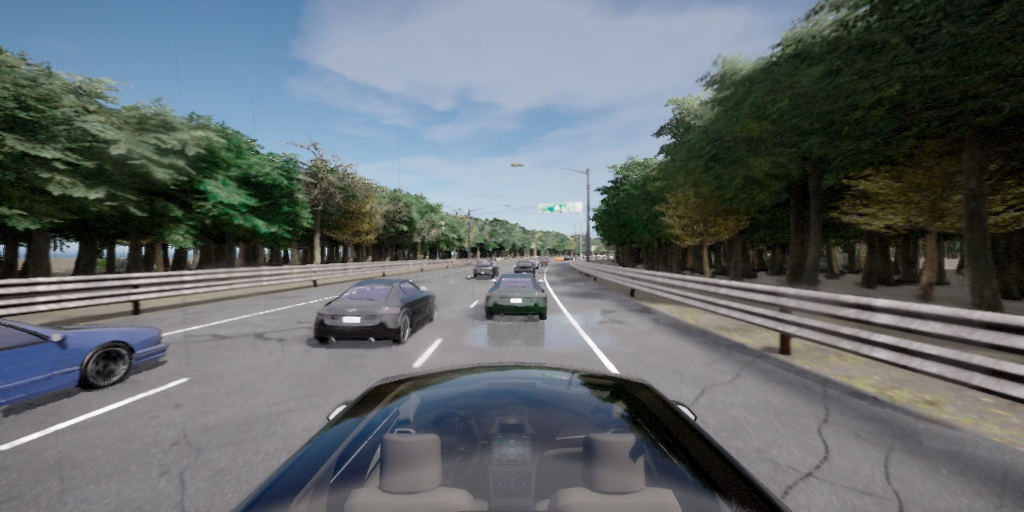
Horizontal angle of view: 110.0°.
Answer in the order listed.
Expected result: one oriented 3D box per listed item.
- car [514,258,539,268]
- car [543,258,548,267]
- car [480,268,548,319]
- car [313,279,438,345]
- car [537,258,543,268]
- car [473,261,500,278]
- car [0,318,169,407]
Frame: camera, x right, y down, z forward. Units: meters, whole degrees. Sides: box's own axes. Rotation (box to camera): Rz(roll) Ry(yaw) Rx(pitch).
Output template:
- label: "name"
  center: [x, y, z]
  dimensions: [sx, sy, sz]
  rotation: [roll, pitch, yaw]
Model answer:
- label: "car"
  center: [1.192, 1.183, 31.866]
  dimensions: [1.837, 1.490, 4.892]
  rotation: [0, 0, 4]
- label: "car"
  center: [4.306, 1.086, 59.800]
  dimensions: [2.128, 1.511, 4.902]
  rotation: [0, 0, 8]
- label: "car"
  center: [0.178, 1.292, 12.671]
  dimensions: [1.994, 1.385, 4.181]
  rotation: [0, 0, 2]
- label: "car"
  center: [-3.298, 1.292, 9.469]
  dimensions: [1.994, 1.385, 4.181]
  rotation: [0, 0, 1]
- label: "car"
  center: [2.734, 1.232, 47.906]
  dimensions: [1.895, 1.301, 4.718]
  rotation: [0, 0, 7]
- label: "car"
  center: [-2.206, 1.162, 31.962]
  dimensions: [2.128, 1.511, 4.902]
  rotation: [0, 0, 5]
- label: "car"
  center: [-6.903, 1.278, 3.699]
  dimensions: [2.033, 1.411, 5.357]
  rotation: [0, 0, 1]
